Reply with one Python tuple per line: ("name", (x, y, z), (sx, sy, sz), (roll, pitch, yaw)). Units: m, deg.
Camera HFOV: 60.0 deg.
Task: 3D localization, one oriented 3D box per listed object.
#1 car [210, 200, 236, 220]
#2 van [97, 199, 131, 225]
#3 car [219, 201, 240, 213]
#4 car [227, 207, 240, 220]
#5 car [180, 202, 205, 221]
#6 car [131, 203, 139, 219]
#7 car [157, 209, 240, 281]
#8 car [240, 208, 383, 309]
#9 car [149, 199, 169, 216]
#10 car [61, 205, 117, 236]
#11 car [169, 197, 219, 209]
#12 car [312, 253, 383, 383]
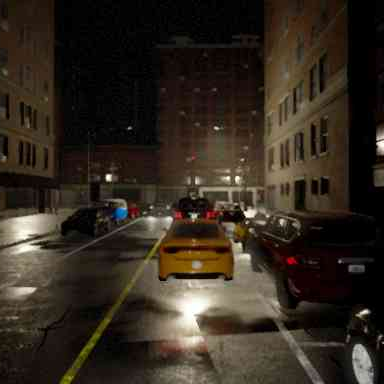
("car", (2.670, 1.533, 29.728), (1.967, 1.590, 4.097), (1, 0, 0))
("van", (-5.853, 1.415, 24.245), (1.690, 1.788, 3.998), (1, 0, 0))
("car", (2.672, 1.514, 24.245), (1.967, 1.590, 4.097), (1, 0, 0))
("car", (2.673, 1.563, 13.450), (1.752, 1.417, 4.829), (1, 0, 0))
("car", (0.076, 1.655, 29.154), (1.994, 1.385, 4.181), (0, 0, 1))
("car", (-5.856, 1.638, 29.727), (1.887, 1.381, 4.507), (1, 0, 0))
("car", (0.067, 1.504, 9.926), (1.882, 1.535, 5.008), (0, 0, -1))
("car", (2.676, 1.335, 7.797), (2.192, 1.841, 5.009), (1, 0, 0))
("car", (-3.015, 1.457, 33.343), (2.097, 1.767, 4.553), (0, 0, 0))
("car", (-5.854, 1.621, 18.762), (1.947, 1.339, 4.313), (1, 0, 0))
("car", (0.100, 1.276, 18.686), (2.150, 2.045, 5.566), (0, 0, 0))
("car", (2.675, 1.556, 2.315), (2.008, 1.369, 4.403), (1, 0, 0))
